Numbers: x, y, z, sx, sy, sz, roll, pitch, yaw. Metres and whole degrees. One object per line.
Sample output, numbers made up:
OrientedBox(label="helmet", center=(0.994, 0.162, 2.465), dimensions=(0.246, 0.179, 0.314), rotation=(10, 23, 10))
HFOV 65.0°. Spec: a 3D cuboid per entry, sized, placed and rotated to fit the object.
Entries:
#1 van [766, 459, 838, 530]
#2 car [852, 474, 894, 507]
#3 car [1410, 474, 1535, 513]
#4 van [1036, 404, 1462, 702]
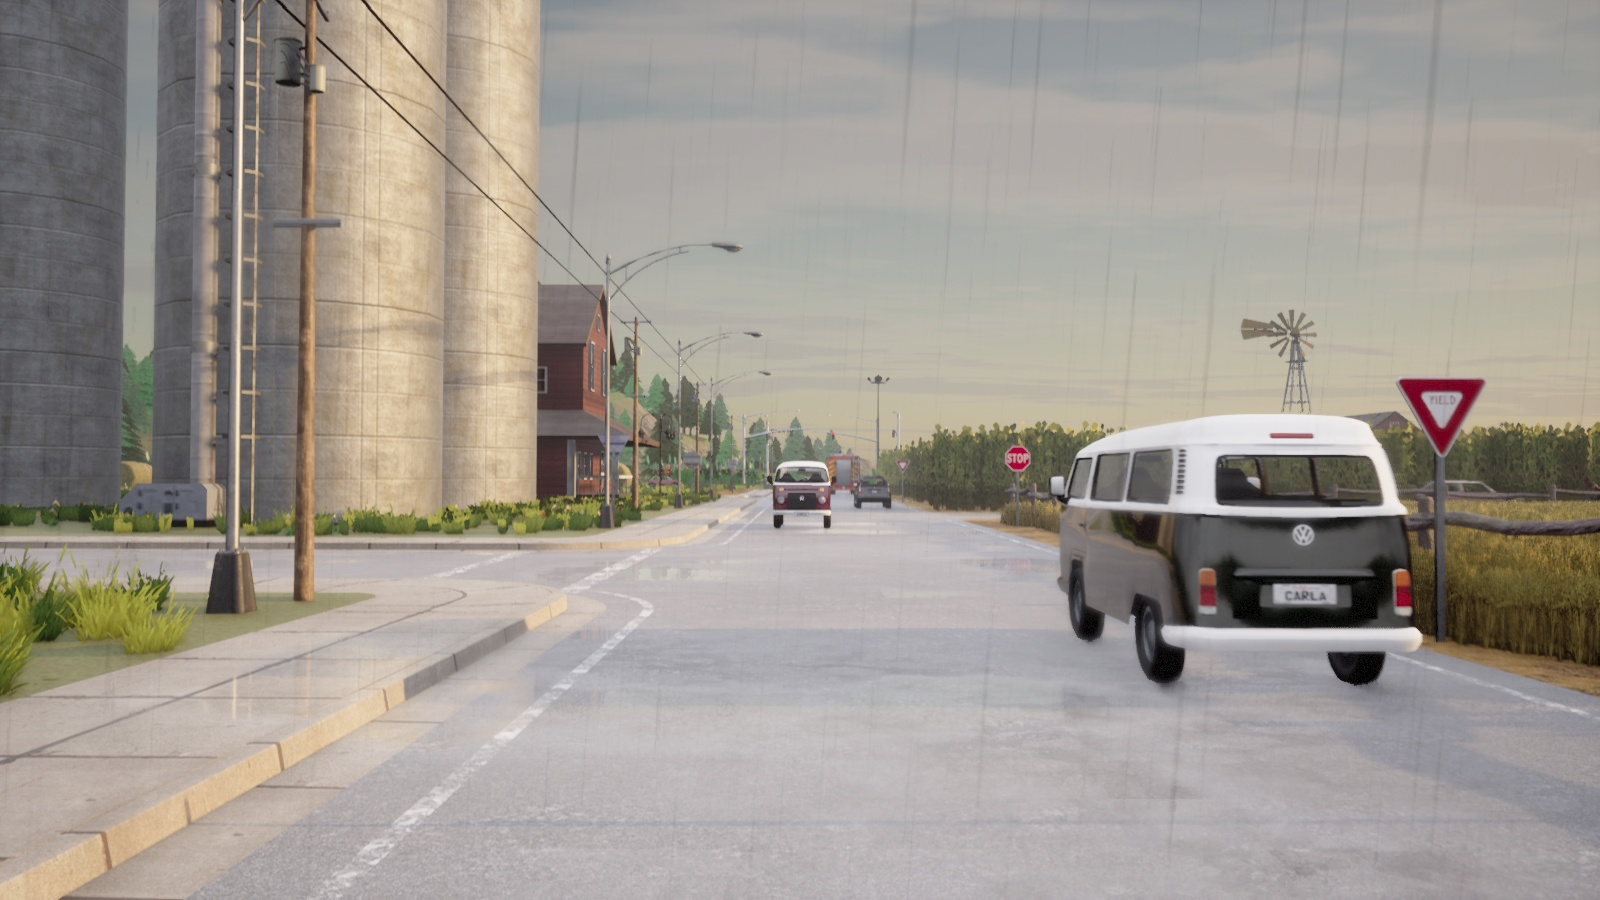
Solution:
OrientedBox(label="van", center=(0.094, 1.344, 38.866), dimensions=(2.069, 2.038, 4.480), rotation=(0, -1, 1))
OrientedBox(label="car", center=(3.625, 1.998, 62.816), dimensions=(1.851, 1.617, 3.988), rotation=(0, -1, 0))
OrientedBox(label="car", center=(26.195, 1.679, 48.998), dimensions=(3.806, 1.475, 1.970), rotation=(0, -1, 0))
OrientedBox(label="van", center=(3.500, 0.754, 10.867), dimensions=(2.069, 2.038, 4.480), rotation=(0, -1, 0))
